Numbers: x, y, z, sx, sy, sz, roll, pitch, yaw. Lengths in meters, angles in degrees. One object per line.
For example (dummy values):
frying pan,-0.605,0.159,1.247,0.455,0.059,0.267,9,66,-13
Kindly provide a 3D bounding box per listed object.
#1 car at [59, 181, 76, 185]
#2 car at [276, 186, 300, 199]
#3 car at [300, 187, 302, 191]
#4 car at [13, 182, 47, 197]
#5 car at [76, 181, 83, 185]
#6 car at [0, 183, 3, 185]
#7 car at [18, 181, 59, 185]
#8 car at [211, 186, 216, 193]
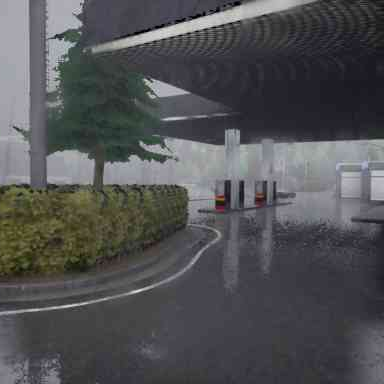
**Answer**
car,-25.405,-1.183,65.628,3.866,1.878,1.905,2,2,36
car,13.053,0.251,46.637,1.812,1.442,4.674,2,2,36
car,23.522,-0.690,78.524,4.902,1.511,2.128,2,2,36
car,-20.760,-0.365,42.523,4.605,1.855,1.932,2,2,36
car,-24.025,-1.234,68.217,4.605,1.855,1.932,2,2,36
car,-32.950,-0.841,55.299,5.027,1.636,2.152,2,2,36
car,-16.343,-0.105,35.234,3.866,1.878,1.905,2,2,36
car,6.265,-0.616,65.258,5.027,1.636,2.152,2,2,36
